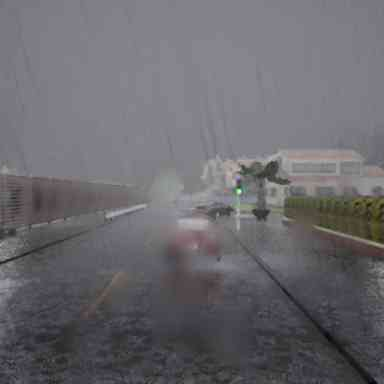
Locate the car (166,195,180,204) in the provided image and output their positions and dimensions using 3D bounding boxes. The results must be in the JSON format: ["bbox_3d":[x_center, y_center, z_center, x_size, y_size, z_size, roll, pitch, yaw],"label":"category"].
[{"bbox_3d":[-3.994,1.626,65.824,2.128,1.511,4.902,0,0,0],"label":"car"}]

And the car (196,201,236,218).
[{"bbox_3d":[2.082,1.563,28.800,1.837,1.490,4.892,-4,-2,33],"label":"car"}]

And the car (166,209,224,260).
[{"bbox_3d":[0.065,1.551,12.486,1.812,1.442,4.674,0,0,0],"label":"car"}]

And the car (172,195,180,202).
[{"bbox_3d":[-3.976,1.621,82.152,1.837,1.490,4.892,0,0,0],"label":"car"}]
